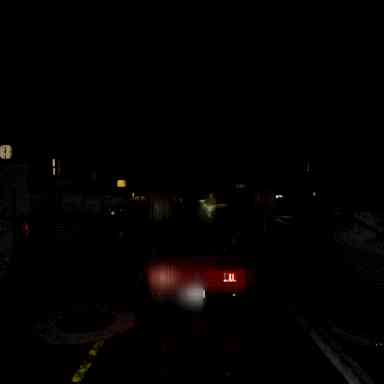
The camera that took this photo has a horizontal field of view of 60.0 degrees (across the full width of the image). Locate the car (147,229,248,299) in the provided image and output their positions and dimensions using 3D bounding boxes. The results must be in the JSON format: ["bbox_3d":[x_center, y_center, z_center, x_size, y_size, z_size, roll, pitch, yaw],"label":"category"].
[{"bbox_3d":[0.100,1.594,8.362,1.895,1.301,4.718,0,0,0],"label":"car"}]

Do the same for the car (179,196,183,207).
[{"bbox_3d":[-2.830,1.613,52.396,1.994,1.385,4.181,0,0,1],"label":"car"}]

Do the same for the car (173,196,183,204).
[{"bbox_3d":[-2.776,1.576,67.264,1.882,1.535,5.008,0,0,1],"label":"car"}]

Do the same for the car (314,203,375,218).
[{"bbox_3d":[11.791,1.470,24.559,5.357,1.411,2.033,0,3,2],"label":"car"}]

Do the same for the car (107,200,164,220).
[{"bbox_3d":[-4.709,1.405,26.713,2.128,1.511,4.902,0,-3,27],"label":"car"}]

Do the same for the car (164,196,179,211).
[{"bbox_3d":[-2.850,1.543,40.321,1.812,1.442,4.674,0,0,0],"label":"car"}]
